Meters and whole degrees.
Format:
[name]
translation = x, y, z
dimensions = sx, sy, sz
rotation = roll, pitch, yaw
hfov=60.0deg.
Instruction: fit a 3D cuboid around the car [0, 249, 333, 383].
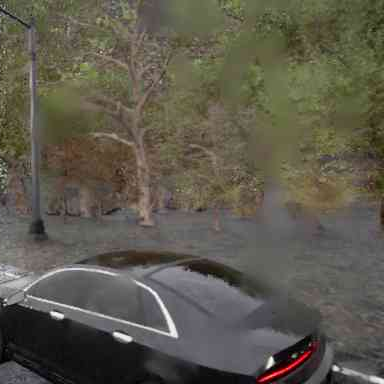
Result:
[car]
translation = -0.881, 1.508, 4.194
dimensions = 4.892, 1.490, 1.837
rotation = 0, 0, 36
